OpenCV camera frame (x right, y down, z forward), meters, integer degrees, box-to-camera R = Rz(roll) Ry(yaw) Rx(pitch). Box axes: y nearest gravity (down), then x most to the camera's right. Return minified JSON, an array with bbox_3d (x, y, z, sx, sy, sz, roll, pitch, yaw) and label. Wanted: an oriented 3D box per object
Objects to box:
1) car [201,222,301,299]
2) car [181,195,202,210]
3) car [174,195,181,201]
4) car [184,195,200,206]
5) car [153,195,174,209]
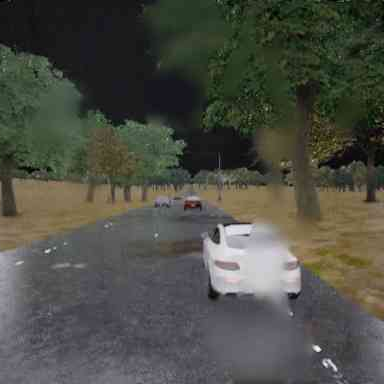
[{"bbox_3d":[1.232,1.458,8.146,1.812,1.442,4.674,0,0,0],"label":"car"},{"bbox_3d":[0.114,1.186,36.745,1.882,1.535,5.008,0,0,0],"label":"car"},{"bbox_3d":[-3.432,1.415,79.572,1.895,1.301,4.718,0,0,0],"label":"car"},{"bbox_3d":[0.041,1.178,46.809,2.128,1.511,4.902,0,0,0],"label":"car"},{"bbox_3d":[-3.563,1.192,40.498,1.837,1.490,4.892,0,0,0],"label":"car"}]
